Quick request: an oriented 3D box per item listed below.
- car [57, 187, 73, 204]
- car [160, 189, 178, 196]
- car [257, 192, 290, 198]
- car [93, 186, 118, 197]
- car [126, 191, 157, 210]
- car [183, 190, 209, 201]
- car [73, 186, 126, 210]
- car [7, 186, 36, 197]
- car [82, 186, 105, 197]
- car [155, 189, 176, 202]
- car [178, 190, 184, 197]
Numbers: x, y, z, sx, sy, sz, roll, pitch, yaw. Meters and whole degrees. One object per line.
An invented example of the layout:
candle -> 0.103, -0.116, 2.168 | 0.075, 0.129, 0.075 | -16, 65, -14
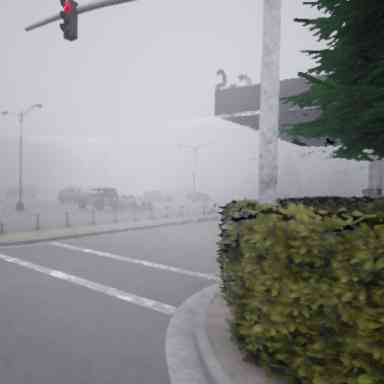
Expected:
car -> -12.563, 0.375, 36.059 | 4.605, 1.855, 1.932 | 2, 1, 35
car -> -5.290, 0.142, 76.795 | 3.633, 1.501, 1.845 | 2, 1, 35
car -> 14.160, 0.825, 59.145 | 5.027, 1.636, 2.152 | 2, 1, 35
car -> -16.157, -0.129, 61.719 | 4.605, 1.855, 1.932 | 2, 1, 35
car -> -5.636, 0.873, 31.186 | 3.806, 1.475, 1.970 | 2, 1, 35
car -> 1.047, 0.607, 53.929 | 3.633, 1.501, 1.845 | 2, 1, 35
car -> -8.053, 0.574, 28.825 | 3.866, 1.878, 1.905 | 2, 1, 35
car -> -24.913, -0.053, 48.681 | 5.027, 1.636, 2.152 | 2, 1, 35
car -> -17.503, -0.136, 59.111 | 3.866, 1.878, 1.905 | 2, 1, 35
car -> -4.774, 0.589, 45.806 | 4.514, 1.523, 2.007 | 2, 1, 35
car -> -0.968, 0.360, 70.070 | 3.806, 1.475, 1.970 | 2, 1, 35
